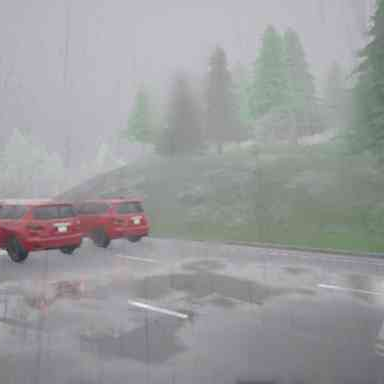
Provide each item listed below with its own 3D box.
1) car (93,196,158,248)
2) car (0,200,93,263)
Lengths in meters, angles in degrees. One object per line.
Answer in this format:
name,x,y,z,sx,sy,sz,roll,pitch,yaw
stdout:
car,-4.527,1.365,15.706,5.566,2.045,2.150,0,0,36
car,-6.573,1.366,12.865,5.566,2.045,2.150,0,0,36
